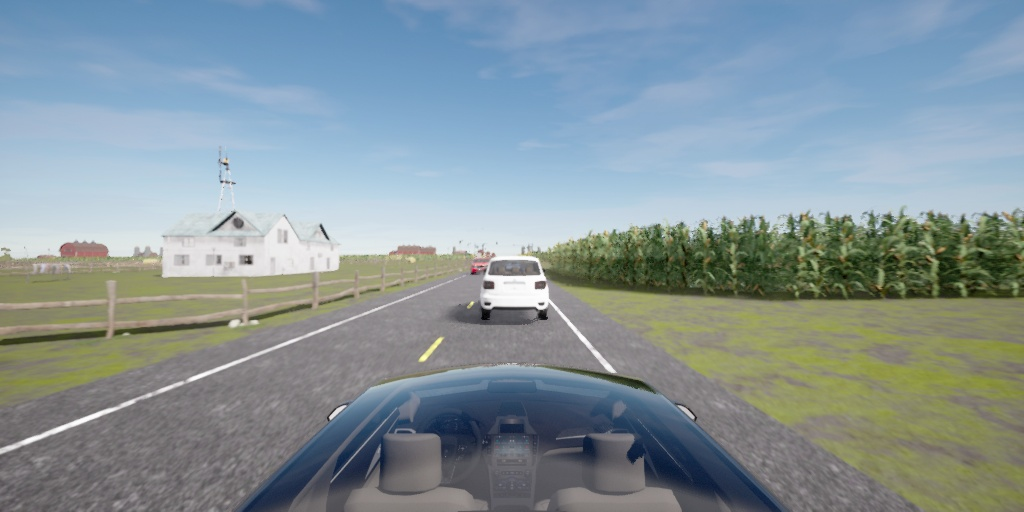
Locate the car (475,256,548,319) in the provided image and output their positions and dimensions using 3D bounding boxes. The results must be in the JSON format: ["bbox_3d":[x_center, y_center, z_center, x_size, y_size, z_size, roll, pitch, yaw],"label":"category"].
[{"bbox_3d":[0.084,1.039,13.280,2.150,2.045,5.566,0,0,0],"label":"car"}]

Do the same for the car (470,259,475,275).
[{"bbox_3d":[-3.600,1.180,42.455,2.150,2.045,5.566,0,0,0],"label":"car"}]
